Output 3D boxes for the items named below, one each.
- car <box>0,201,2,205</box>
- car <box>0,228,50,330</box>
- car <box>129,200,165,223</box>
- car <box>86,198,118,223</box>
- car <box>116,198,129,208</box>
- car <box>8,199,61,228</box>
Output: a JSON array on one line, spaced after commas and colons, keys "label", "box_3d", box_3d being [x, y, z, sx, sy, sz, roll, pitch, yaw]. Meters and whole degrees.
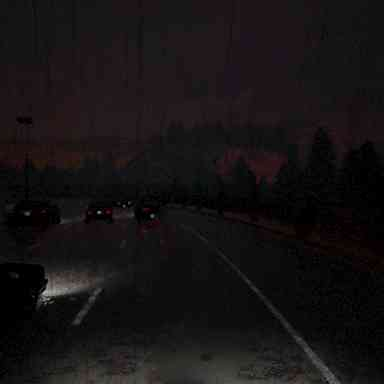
[{"label": "car", "box_3d": [-23.812, 1.439, 39.575, 1.895, 1.301, 4.718, -1, 0, -27]}, {"label": "car", "box_3d": [-3.630, 1.520, 4.097, 2.033, 1.411, 5.357, 0, 0, -3]}, {"label": "car", "box_3d": [-3.130, 1.314, 23.830, 2.128, 1.511, 4.902, 0, 1, -14]}, {"label": "car", "box_3d": [-6.727, 1.381, 24.205, 2.033, 1.411, 5.357, 0, 0, -15]}, {"label": "car", "box_3d": [-8.775, 1.334, 40.716, 1.895, 1.301, 4.718, -1, 0, -23]}, {"label": "car", "box_3d": [-9.469, 1.224, 20.348, 2.097, 1.767, 4.553, 0, 0, -12]}]
